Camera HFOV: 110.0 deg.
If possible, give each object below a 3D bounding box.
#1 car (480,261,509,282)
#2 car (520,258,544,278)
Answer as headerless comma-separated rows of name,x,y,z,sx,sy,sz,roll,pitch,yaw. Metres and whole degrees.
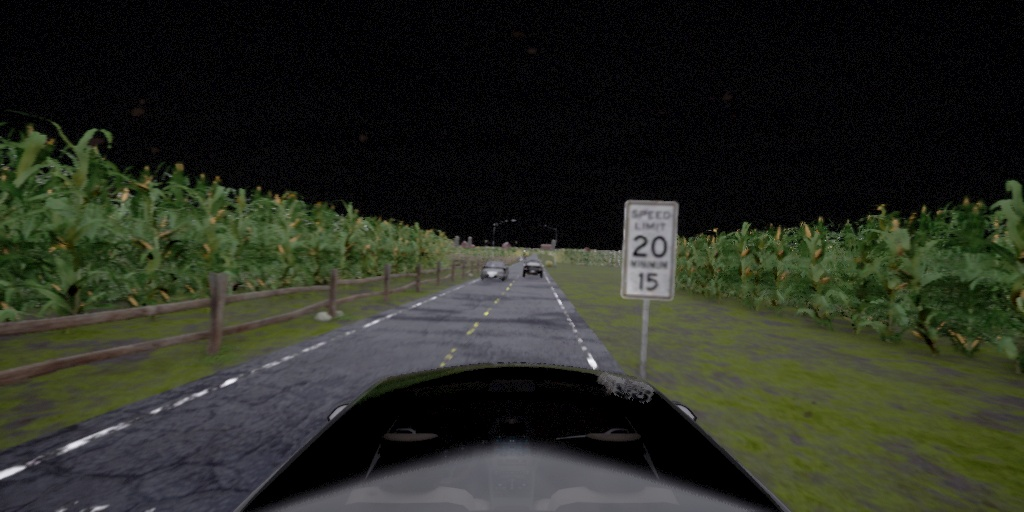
car,-1.271,1.144,28.187,2.128,1.511,4.902,2,0,4
car,2.074,1.260,35.326,1.882,1.535,5.008,2,0,4
